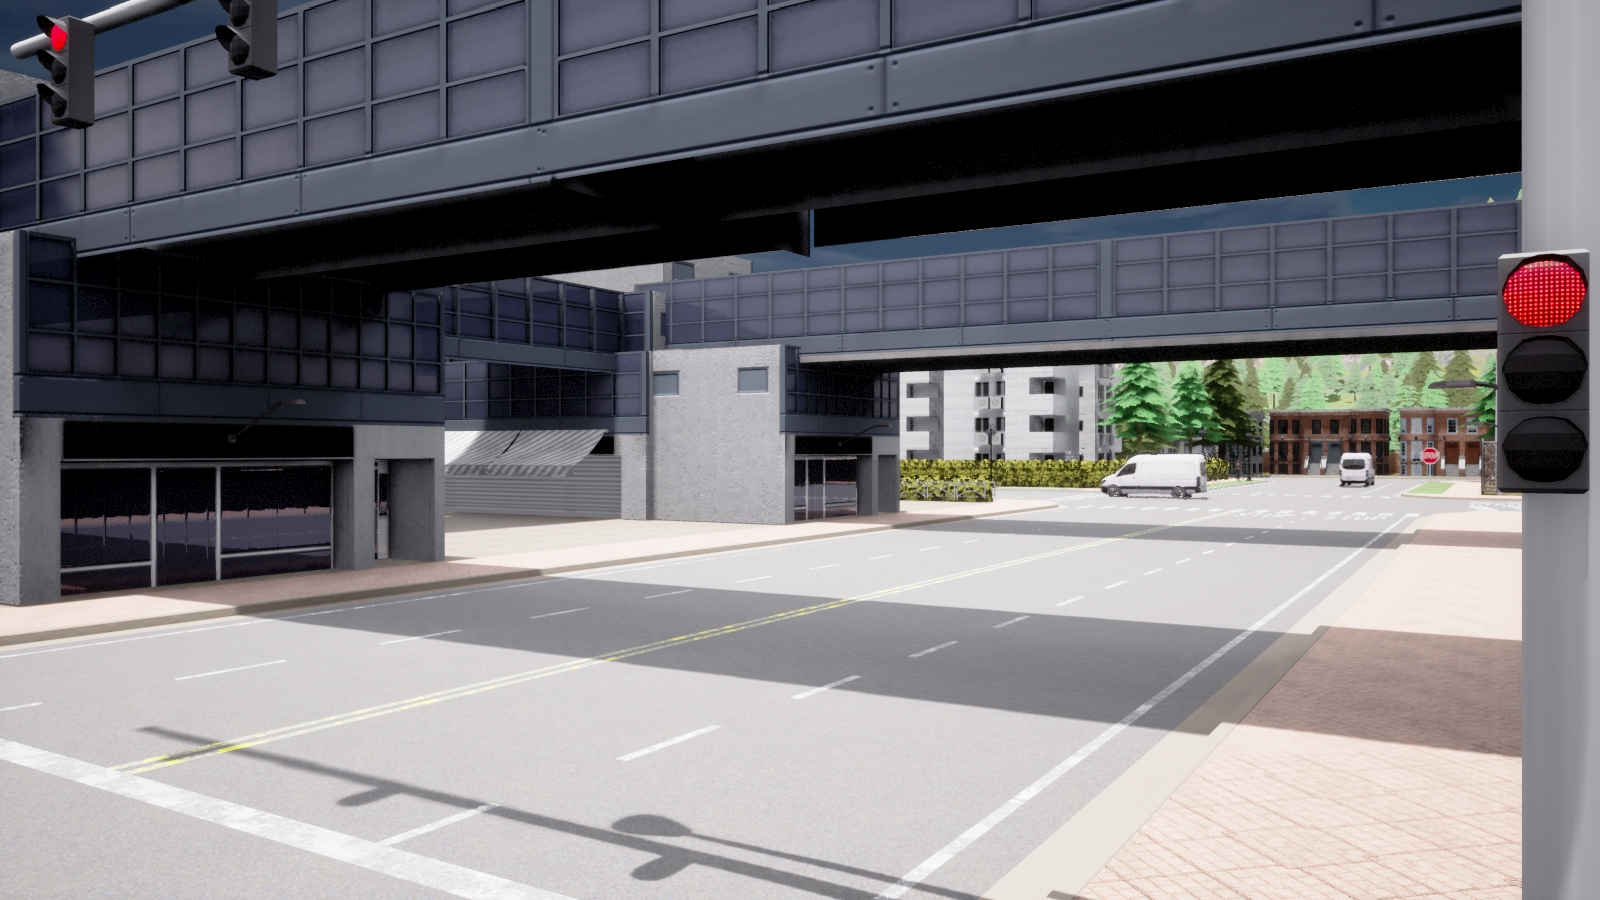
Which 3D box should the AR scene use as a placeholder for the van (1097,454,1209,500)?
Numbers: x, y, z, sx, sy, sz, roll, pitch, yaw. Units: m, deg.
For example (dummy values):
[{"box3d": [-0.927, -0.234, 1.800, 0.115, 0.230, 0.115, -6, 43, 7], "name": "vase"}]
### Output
[{"box3d": [20.560, 1.534, 66.650, 5.915, 2.561, 1.988, 0, 0, 31], "name": "van"}]
